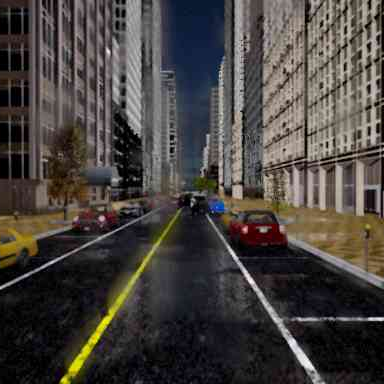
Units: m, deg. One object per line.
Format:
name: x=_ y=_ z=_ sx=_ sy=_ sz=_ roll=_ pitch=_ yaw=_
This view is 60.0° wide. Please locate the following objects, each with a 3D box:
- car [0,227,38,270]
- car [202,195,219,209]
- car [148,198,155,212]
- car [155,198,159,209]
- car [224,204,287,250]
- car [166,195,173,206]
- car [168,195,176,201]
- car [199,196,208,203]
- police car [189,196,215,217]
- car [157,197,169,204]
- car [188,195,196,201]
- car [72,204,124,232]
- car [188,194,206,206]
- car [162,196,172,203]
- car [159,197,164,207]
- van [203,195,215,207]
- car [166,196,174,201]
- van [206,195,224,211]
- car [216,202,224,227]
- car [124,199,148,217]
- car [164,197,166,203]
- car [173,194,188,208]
car: x=-5.697 y=1.540 z=8.511 sx=1.752 sy=1.417 sz=4.829 roll=-1 pitch=0 yaw=0
car: x=2.678 y=1.401 z=48.467 sx=2.192 sy=1.841 sz=5.009 roll=-1 pitch=0 yaw=0
car: x=-5.699 y=1.632 z=37.099 sx=1.947 sy=1.339 sz=4.313 roll=-1 pitch=0 yaw=0
car: x=-5.699 y=1.621 z=42.782 sx=1.887 sy=1.381 sz=4.507 roll=-1 pitch=0 yaw=0
car: x=2.682 y=1.466 z=14.365 sx=1.967 sy=1.590 sz=4.097 roll=-1 pitch=0 yaw=0
car: x=-3.058 y=1.628 z=57.846 sx=1.812 sy=1.442 sz=4.674 roll=0 pitch=0 yaw=1
car: x=-5.704 y=1.605 z=93.935 sx=1.967 sy=1.590 sz=4.097 roll=-1 pitch=0 yaw=0
car: x=2.679 y=1.687 z=76.885 sx=2.008 sy=1.369 sz=4.403 roll=-1 pitch=0 yaw=0
police car: x=0.898 y=1.483 z=32.556 sx=1.930 sy=1.638 sz=5.238 roll=0 pitch=0 yaw=0
car: x=-5.702 y=1.667 z=65.517 sx=2.008 sy=1.369 sz=4.403 roll=-1 pitch=0 yaw=0
car: x=-0.005 y=1.561 z=83.456 sx=1.812 sy=1.442 sz=4.674 roll=0 pitch=0 yaw=0
car: x=-5.699 y=1.476 z=20.048 sx=1.967 sy=1.590 sz=4.097 roll=-1 pitch=0 yaw=0
car: x=0.898 y=1.300 z=42.477 sx=2.150 sy=2.045 sz=5.566 roll=0 pitch=0 yaw=0
car: x=-5.702 y=1.686 z=76.884 sx=2.008 sy=1.369 sz=4.403 roll=-1 pitch=0 yaw=0
car: x=-5.701 y=1.637 z=48.466 sx=2.008 sy=1.369 sz=4.403 roll=-1 pitch=0 yaw=0
van: x=2.678 y=1.438 z=54.151 sx=1.690 sy=1.788 sz=3.998 roll=-1 pitch=0 yaw=0
car: x=-5.703 y=1.737 z=88.251 sx=1.802 sy=1.307 sz=4.206 roll=-1 pitch=0 yaw=0
van: x=2.679 y=1.407 z=37.100 sx=1.690 sy=1.788 sz=3.998 roll=-1 pitch=0 yaw=0
car: x=2.683 y=1.561 z=20.218 sx=1.752 sy=1.417 sz=4.829 roll=-1 pitch=0 yaw=0
car: x=-5.699 y=1.606 z=31.415 sx=2.008 sy=1.369 sz=4.403 roll=-1 pitch=0 yaw=0
car: x=-5.700 y=1.678 z=54.150 sx=1.802 sy=1.307 sz=4.206 roll=-1 pitch=0 yaw=0
car: x=-0.145 y=1.307 z=48.831 sx=2.150 sy=2.045 sz=5.566 roll=-1 pitch=0 yaw=24
